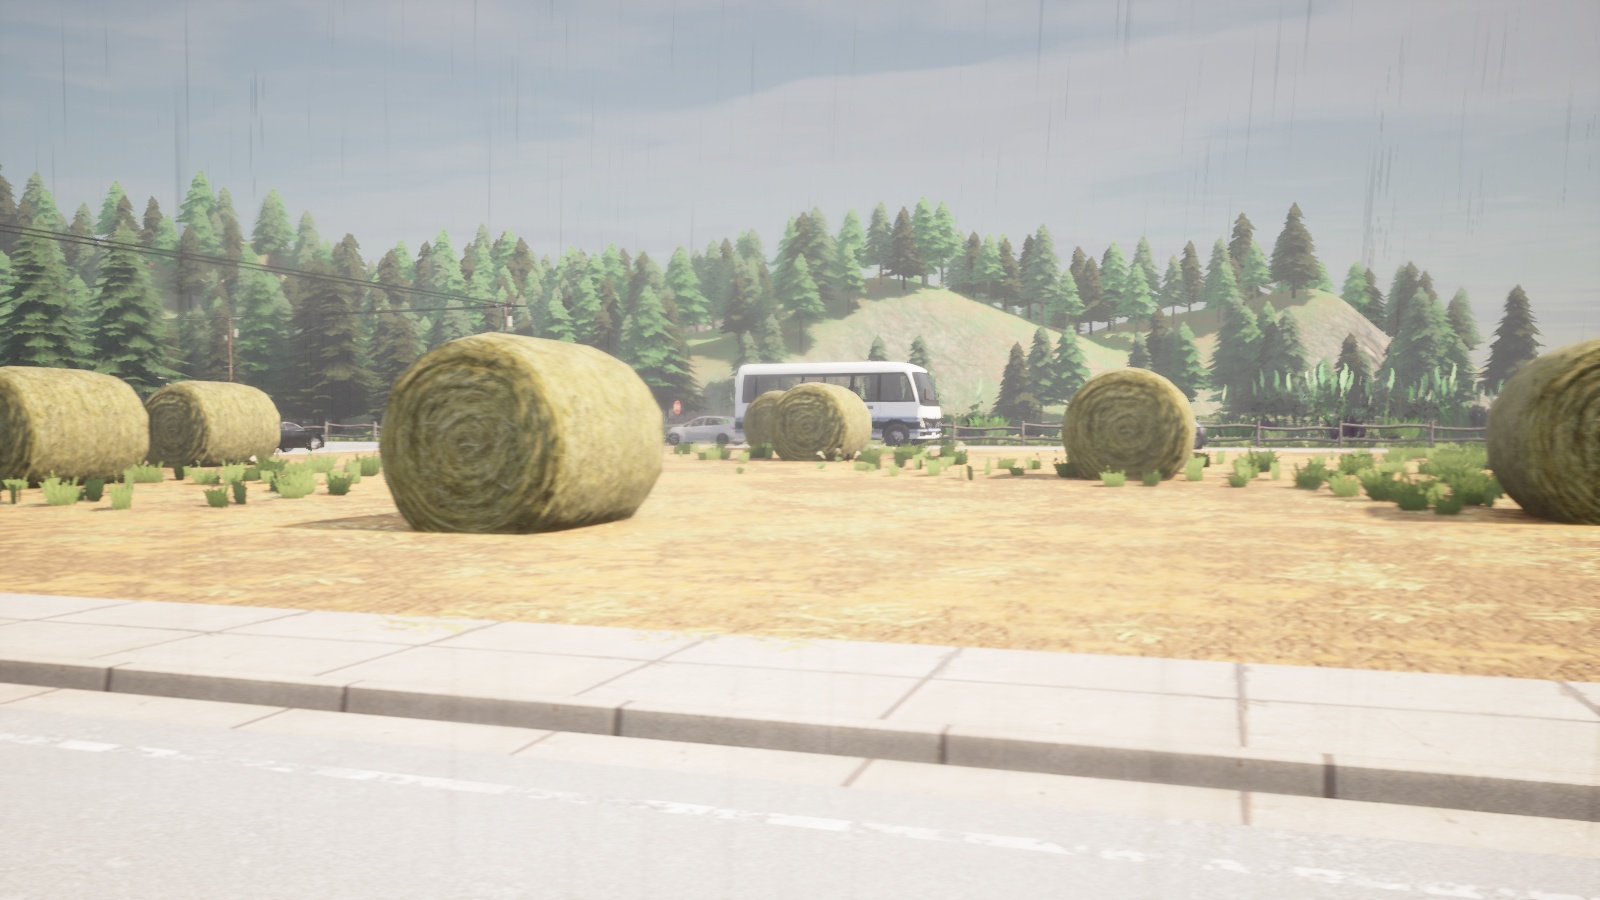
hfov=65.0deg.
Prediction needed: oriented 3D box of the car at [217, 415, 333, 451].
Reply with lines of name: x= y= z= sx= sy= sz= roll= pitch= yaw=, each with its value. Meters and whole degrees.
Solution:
car: x=-23.700 y=-0.799 z=56.901 sx=2.128 sy=1.511 sz=4.902 roll=1 pitch=2 yaw=20

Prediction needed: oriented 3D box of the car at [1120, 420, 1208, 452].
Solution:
car: x=17.334 y=-0.700 z=59.739 sx=3.806 sy=1.475 sz=1.970 roll=1 pitch=2 yaw=22

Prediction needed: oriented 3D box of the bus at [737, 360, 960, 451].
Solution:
bus: x=2.372 y=-2.179 z=62.065 sx=10.273 sy=4.253 sz=3.944 roll=1 pitch=2 yaw=22

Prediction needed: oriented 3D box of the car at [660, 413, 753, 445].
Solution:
car: x=-5.130 y=-1.182 z=68.957 sx=4.611 sy=1.667 sz=2.242 roll=1 pitch=2 yaw=22
